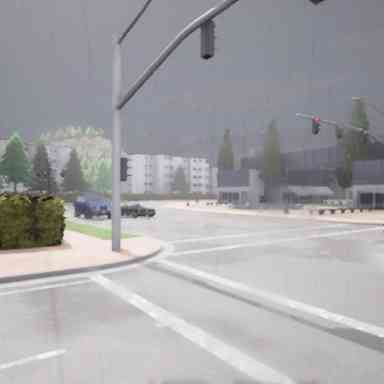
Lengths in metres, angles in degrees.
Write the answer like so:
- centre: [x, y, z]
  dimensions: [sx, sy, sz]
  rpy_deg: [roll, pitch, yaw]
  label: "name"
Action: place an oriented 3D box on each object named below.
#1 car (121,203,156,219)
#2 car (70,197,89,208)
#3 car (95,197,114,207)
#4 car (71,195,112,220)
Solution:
- centre: [-5.067, 1.662, 29.885]
  dimensions: [1.895, 1.301, 4.718]
  rpy_deg: [0, 0, -35]
  label: "car"
- centre: [-17.434, 1.580, 51.926]
  dimensions: [1.837, 1.490, 4.892]
  rpy_deg: [0, 0, -6]
  label: "car"
- centre: [-14.187, 1.640, 54.214]
  dimensions: [2.033, 1.411, 5.357]
  rpy_deg: [0, 0, -4]
  label: "car"
- centre: [-8.568, 1.266, 28.810]
  dimensions: [2.150, 2.045, 5.566]
  rpy_deg: [0, 0, -34]
  label: "car"
